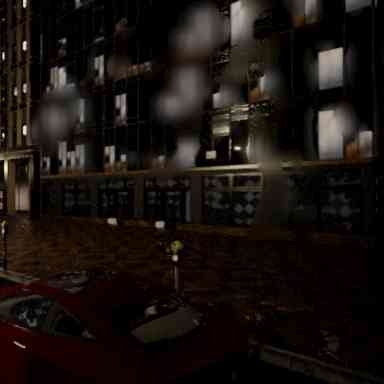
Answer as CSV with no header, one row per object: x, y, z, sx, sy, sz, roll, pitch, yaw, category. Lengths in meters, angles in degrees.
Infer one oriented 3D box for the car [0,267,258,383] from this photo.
-1.329,1.558,3.827,4.206,1.307,1.802,1,0,35,car
